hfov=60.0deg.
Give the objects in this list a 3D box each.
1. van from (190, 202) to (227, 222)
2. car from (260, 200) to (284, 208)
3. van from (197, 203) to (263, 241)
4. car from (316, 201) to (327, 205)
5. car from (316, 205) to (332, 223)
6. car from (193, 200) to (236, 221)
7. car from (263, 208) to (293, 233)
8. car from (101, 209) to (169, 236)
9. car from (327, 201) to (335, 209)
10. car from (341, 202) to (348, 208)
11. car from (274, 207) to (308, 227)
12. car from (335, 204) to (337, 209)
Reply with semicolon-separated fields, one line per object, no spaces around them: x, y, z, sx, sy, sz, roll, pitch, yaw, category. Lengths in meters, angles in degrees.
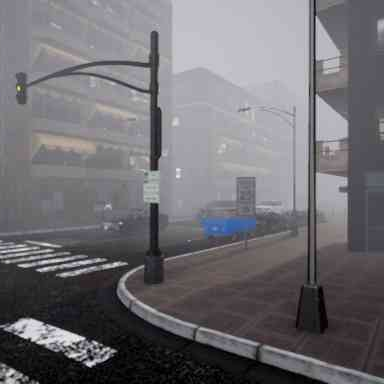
1.703;1.897;32.691;1.690;1.788;3.998;-1;-2;35;van
8.864;1.950;38.237;2.150;2.045;5.566;0;-1;36;car
2.253;1.701;18.769;1.690;1.788;3.998;-1;-2;35;van
24.174;2.884;64.286;1.802;1.307;4.206;-1;-2;35;car
11.747;2.230;32.406;2.008;1.369;4.403;-1;-2;35;car
2.669;1.744;29.534;2.150;2.045;5.566;0;-1;37;car
5.326;2.032;23.377;1.947;1.339;4.313;-1;-2;35;car
-3.468;1.810;20.922;2.128;1.511;4.902;0;-1;35;car
27.384;2.723;68.806;2.192;1.841;5.009;-1;-2;35;car
40.130;3.370;86.723;1.752;1.417;4.829;-1;-2;35;car
8.536;2.155;27.890;1.802;1.307;4.206;-1;-2;35;car
30.595;3.058;73.315;1.887;1.381;4.507;-1;-2;35;car
